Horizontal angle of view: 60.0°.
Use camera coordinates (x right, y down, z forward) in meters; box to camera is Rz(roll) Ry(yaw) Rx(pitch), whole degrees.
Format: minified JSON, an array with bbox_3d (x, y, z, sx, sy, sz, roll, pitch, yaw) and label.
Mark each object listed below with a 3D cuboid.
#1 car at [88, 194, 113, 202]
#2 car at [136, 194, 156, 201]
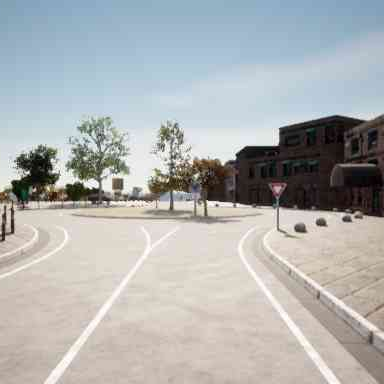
[{"bbox_3d":[-24.446,1.499,87.341,5.566,2.045,2.435,0,-1,-2],"label":"car"},{"bbox_3d":[-12.170,1.581,85.590,4.553,1.767,2.185,0,-1,-2],"label":"car"}]
